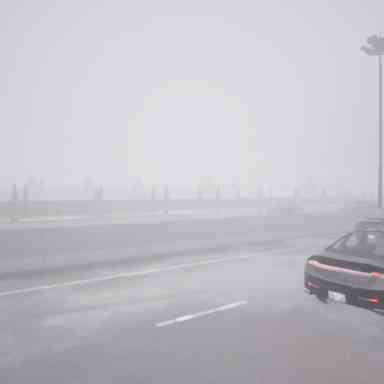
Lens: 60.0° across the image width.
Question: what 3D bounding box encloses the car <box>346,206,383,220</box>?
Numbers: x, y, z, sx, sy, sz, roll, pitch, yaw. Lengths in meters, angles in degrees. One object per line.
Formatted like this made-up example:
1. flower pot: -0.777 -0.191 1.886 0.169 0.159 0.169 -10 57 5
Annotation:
1. car: 9.003 1.506 14.460 4.892 1.490 1.837 0 0 -35

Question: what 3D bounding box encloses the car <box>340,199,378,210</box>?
1. car: 16.597 1.509 32.976 4.892 1.490 1.837 1 0 -35

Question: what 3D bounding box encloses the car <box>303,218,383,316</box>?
1. car: 4.343 1.492 6.841 4.902 1.511 2.128 0 0 -35

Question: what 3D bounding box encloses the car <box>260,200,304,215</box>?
1. car: 8.527 1.494 31.538 4.902 1.511 2.128 0 0 -35
